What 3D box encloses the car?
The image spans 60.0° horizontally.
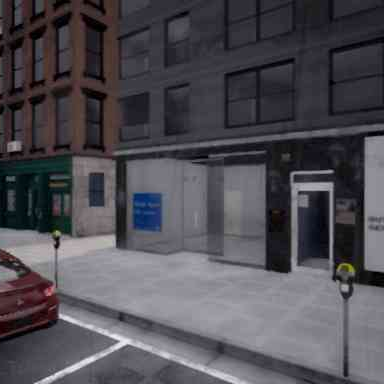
[{"bbox_3d":[-3.931,1.578,5.608,4.206,1.307,1.802,0,0,35],"label":"car"}]
